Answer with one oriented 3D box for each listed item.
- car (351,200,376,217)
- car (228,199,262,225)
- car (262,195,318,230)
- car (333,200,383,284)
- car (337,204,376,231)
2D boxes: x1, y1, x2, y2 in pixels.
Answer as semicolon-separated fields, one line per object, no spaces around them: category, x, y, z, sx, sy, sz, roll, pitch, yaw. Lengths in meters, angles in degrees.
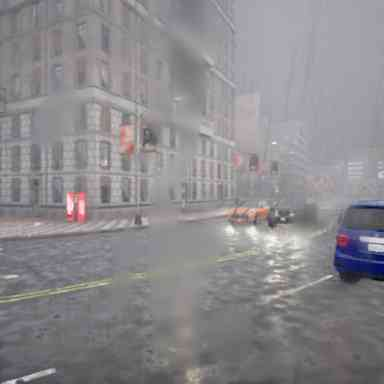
car;16.831;1.581;32.642;1.994;1.385;4.181;0;0;28
car;4.348;1.361;24.558;2.097;1.767;4.553;0;0;30
car;6.706;1.233;21.688;2.150;2.045;5.566;0;0;31
car;5.654;1.227;8.670;5.566;2.045;2.150;0;0;-45
car;10.871;1.575;21.813;1.994;1.385;4.181;0;0;31
